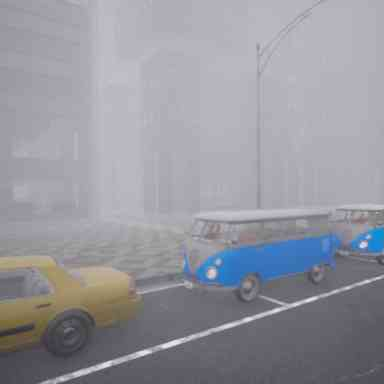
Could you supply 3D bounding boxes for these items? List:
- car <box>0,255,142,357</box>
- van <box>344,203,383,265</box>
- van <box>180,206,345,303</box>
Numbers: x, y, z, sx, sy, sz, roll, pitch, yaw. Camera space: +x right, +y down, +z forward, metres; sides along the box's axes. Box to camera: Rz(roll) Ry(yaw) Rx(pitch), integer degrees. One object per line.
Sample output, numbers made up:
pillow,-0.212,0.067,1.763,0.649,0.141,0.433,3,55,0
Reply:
car,-3.087,1.526,4.451,4.829,1.417,1.752,0,0,-36
van,6.233,1.278,11.103,3.998,1.788,1.690,0,0,-36
van,1.642,1.309,7.826,3.998,1.788,1.690,0,0,-36
